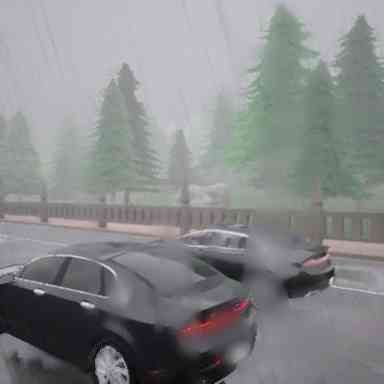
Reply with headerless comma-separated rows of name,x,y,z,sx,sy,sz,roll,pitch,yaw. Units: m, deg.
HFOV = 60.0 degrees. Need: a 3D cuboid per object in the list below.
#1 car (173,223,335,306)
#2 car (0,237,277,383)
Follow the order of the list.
car,0.692,1.498,7.799,4.902,1.511,2.128,0,0,36
car,-1.451,1.511,5.029,4.892,1.490,1.837,0,0,36
